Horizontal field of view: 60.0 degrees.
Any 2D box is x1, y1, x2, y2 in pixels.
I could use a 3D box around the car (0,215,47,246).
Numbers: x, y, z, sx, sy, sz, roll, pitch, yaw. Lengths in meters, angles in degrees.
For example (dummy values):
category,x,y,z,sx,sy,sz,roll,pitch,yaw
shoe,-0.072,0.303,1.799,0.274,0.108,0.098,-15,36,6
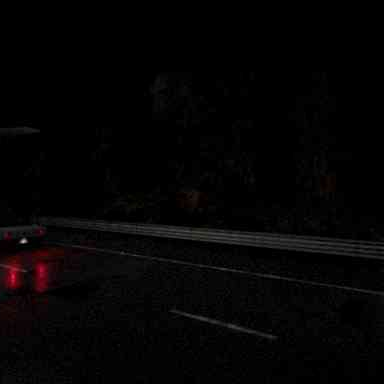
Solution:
category,x,y,z,sx,sy,sz,roll,pitch,yaw
car,-8.274,1.614,14.076,4.718,1.301,1.895,0,0,36
